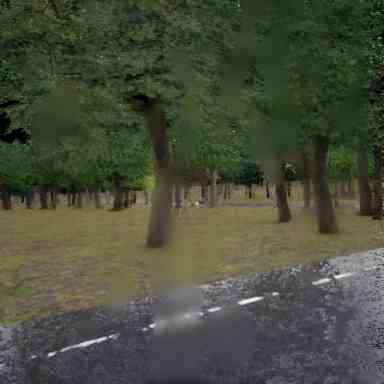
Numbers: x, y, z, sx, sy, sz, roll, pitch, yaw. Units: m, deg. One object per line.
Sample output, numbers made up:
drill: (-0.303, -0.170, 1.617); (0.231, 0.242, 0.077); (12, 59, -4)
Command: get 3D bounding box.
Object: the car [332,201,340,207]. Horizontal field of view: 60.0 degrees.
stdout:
car: (29.005, 2.508, 70.566); (1.994, 1.385, 4.181); (-4, 1, -36)
